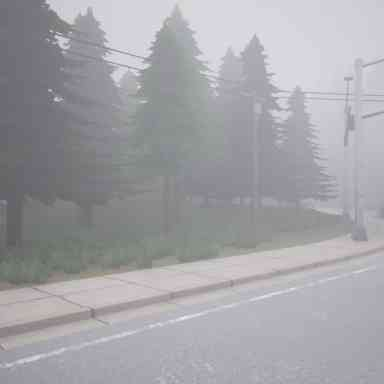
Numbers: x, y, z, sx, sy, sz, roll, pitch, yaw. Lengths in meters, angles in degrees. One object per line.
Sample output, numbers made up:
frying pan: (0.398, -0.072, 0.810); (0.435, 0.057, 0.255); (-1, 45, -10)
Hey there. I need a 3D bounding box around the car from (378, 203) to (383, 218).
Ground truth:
car: (16.950, 1.505, 27.072); (1.837, 1.490, 4.892); (0, 0, 6)
